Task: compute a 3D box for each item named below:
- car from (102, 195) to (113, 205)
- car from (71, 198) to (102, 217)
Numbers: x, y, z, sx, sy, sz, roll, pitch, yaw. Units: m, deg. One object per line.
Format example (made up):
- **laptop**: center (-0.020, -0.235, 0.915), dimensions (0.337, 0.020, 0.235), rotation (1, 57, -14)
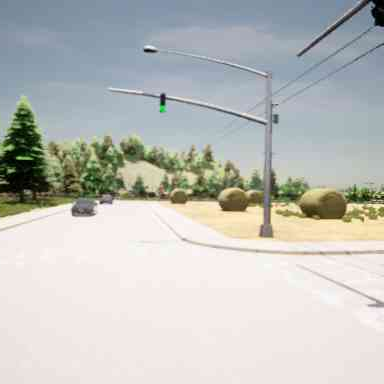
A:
- **car**: center (-13.591, 1.251, 53.262), dimensions (2.033, 1.411, 5.357), rotation (1, 0, -10)
- **car**: center (-9.367, 1.308, 29.211), dimensions (1.837, 1.490, 4.892), rotation (1, 0, -10)
